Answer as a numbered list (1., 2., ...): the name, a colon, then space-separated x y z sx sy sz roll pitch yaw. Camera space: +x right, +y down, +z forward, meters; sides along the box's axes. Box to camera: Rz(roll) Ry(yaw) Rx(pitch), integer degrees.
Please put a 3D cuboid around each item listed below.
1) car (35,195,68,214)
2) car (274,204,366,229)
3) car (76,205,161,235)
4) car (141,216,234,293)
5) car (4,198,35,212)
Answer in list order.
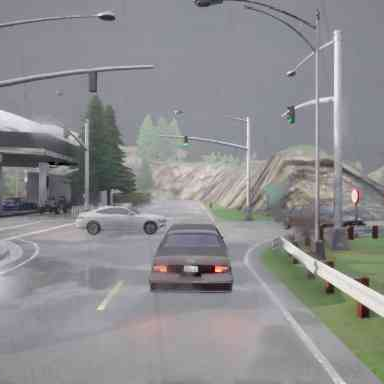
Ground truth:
1. car: -14.600 1.313 35.292 1.905 1.878 3.866 0 0 -1
2. car: 6.504 1.359 17.634 2.033 1.411 5.357 0 0 -20
3. car: -3.647 1.415 17.461 4.674 1.442 1.812 0 0 -1
4. car: 0.032 1.547 8.978 2.033 1.411 5.357 0 0 1
5. car: -20.315 1.480 39.558 2.242 1.667 4.611 0 0 -1
